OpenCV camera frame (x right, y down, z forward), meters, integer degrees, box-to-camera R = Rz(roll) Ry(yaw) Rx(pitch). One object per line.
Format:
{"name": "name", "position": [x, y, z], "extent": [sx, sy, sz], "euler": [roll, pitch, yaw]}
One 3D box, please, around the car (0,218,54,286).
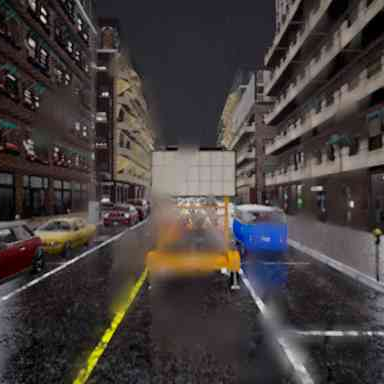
{"name": "car", "position": [-5.270, 1.518, 8.060], "extent": [1.967, 1.590, 4.097], "euler": [1, -1, 0]}

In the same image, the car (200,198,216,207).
{"name": "car", "position": [2.778, 1.894, 52.441], "extent": [1.967, 1.590, 4.097], "euler": [1, 0, 0]}

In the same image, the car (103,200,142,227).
{"name": "car", "position": [-5.207, 1.663, 24.706], "extent": [1.967, 1.590, 4.097], "euler": [1, 0, 0]}

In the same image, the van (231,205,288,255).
{"name": "van", "position": [2.632, 1.459, 13.599], "extent": [1.690, 1.788, 3.998], "euler": [1, 0, 0]}

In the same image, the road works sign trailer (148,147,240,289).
{"name": "road works sign trailer", "position": [0.047, 0.548, 9.419], "extent": [2.380, 3.560, 2.880], "euler": [0, 0, 0]}

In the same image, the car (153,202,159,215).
{"name": "car", "position": [-5.163, 1.634, 35.805], "extent": [2.192, 1.841, 5.009], "euler": [1, 0, 0]}

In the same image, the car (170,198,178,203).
{"name": "car", "position": [-4.956, 2.376, 91.290], "extent": [1.802, 1.307, 4.206], "euler": [1, 0, 0]}

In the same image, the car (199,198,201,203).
{"name": "car", "position": [2.820, 2.076, 63.707], "extent": [1.752, 1.417, 4.829], "euler": [1, 0, 0]}

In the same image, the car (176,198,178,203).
{"name": "car", "position": [-4.998, 2.250, 80.193], "extent": [2.008, 1.369, 4.403], "euler": [1, 0, 0]}

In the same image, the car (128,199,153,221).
{"name": "car", "position": [-5.184, 1.586, 30.256], "extent": [2.192, 1.841, 5.009], "euler": [1, 0, 0]}

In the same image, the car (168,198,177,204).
{"name": "car", "position": [-4.977, 2.312, 85.741], "extent": [1.947, 1.339, 4.313], "euler": [1, 0, 0]}

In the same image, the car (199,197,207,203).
{"name": "car", "position": [2.925, 2.225, 91.283], "extent": [1.967, 1.590, 4.097], "euler": [1, 0, 0]}

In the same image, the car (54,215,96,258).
{"name": "car", "position": [-5.250, 1.650, 13.438], "extent": [1.752, 1.417, 4.829], "euler": [1, 0, 0]}

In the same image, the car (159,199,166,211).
{"name": "car", "position": [-5.124, 1.997, 46.900], "extent": [1.802, 1.307, 4.206], "euler": [1, 0, 0]}

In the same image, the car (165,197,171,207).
{"name": "car", "position": [-5.082, 2.034, 57.828], "extent": [1.752, 1.417, 4.829], "euler": [1, 0, 0]}

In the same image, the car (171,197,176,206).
{"name": "car", "position": [-5.037, 1.920, 69.097], "extent": [2.192, 1.841, 5.009], "euler": [1, 0, 0]}
